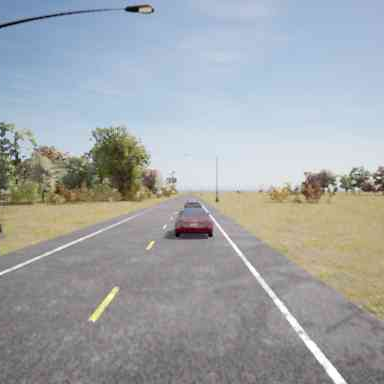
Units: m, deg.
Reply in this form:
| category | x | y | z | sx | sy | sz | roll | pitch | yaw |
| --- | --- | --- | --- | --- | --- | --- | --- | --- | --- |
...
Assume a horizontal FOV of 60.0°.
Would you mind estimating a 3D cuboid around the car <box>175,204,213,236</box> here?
| category | x | y | z | sx | sy | sz | roll | pitch | yaw |
| --- | --- | --- | --- | --- | --- | --- | --- | --- | --- |
| car | 0.103 | 1.563 | 18.245 | 1.994 | 1.385 | 4.181 | 0 | 0 | 0 |

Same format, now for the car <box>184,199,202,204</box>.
| category | x | y | z | sx | sy | sz | roll | pitch | yaw |
| --- | --- | --- | --- | --- | --- | --- | --- | --- | --- |
| car | 0.104 | 1.490 | 37.023 | 2.128 | 1.511 | 4.902 | 0 | 0 | 0 |
